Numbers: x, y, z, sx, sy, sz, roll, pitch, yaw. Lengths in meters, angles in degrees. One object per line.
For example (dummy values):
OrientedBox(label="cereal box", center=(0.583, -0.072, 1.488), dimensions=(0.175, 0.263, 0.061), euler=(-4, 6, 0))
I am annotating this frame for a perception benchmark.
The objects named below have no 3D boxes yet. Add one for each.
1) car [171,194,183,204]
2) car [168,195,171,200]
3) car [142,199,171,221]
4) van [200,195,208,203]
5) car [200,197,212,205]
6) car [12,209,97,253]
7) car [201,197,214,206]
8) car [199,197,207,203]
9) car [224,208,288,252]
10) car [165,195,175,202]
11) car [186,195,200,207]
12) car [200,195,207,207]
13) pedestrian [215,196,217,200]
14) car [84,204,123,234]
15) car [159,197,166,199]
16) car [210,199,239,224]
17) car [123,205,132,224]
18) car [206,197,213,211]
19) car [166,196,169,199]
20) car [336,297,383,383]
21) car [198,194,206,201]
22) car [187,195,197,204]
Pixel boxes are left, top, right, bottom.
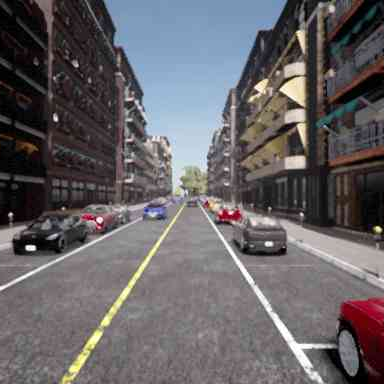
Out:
OrientedBox(label="car", center=(-2.991, 1.455, 69.938), dimensions=(2.150, 2.045, 5.566), euler=(0, 0, 0))
OrientedBox(label="car", center=(-5.669, 1.744, 64.687), dimensions=(1.752, 1.417, 4.829), euler=(1, 0, 0))
OrientedBox(label="car", center=(-3.099, 1.620, 28.637), dimensions=(1.812, 1.442, 4.674), euler=(0, 0, 0))
OrientedBox(label="van", center=(2.715, 1.601, 76.140), dimensions=(1.690, 1.788, 3.998), euler=(1, 0, 0))
OrientedBox(label="car", center=(2.710, 1.770, 64.816), dimensions=(2.008, 1.369, 4.403), euler=(1, 0, 0))
OrientedBox(label="car", center=(-5.677, 1.611, 13.903), dimensions=(1.947, 1.339, 4.313), euler=(1, 0, 0))
OrientedBox(label="car", center=(2.711, 1.639, 59.154), dimensions=(1.967, 1.590, 4.097), euler=(1, 0, 0))
OrientedBox(label="car", center=(2.712, 1.863, 81.801), dimensions=(1.802, 1.307, 4.206), euler=(1, 0, 0))
OrientedBox(label="car", center=(2.703, 1.596, 13.861), dimensions=(2.008, 1.369, 4.403), euler=(1, 0, 0))
OrientedBox(label="car", center=(-5.663, 1.618, 87.505), dimensions=(2.192, 1.841, 5.009), euler=(1, 0, 0))
OrientedBox(label="car", center=(0.032, 1.676, 54.941), dimensions=(2.128, 1.511, 4.902), euler=(0, 0, 1))
OrientedBox(label="car", center=(2.711, 1.620, 53.494), dimensions=(1.967, 1.590, 4.097), euler=(1, 0, 0))
OrientedBox(label="pedestrian", center=(3.005, 1.434, 41.933), dimensions=(0.375, 1.860, 0.375), euler=(1, -1, -3))
OrientedBox(label="car", center=(-5.674, 1.504, 19.565), dimensions=(1.967, 1.590, 4.097), euler=(1, 0, 0))
OrientedBox(label="car", center=(-5.671, 1.724, 53.535), dimensions=(1.887, 1.381, 4.507), euler=(1, 0, 0))
OrientedBox(label="car", center=(2.706, 1.523, 25.184), dimensions=(1.967, 1.590, 4.097), euler=(1, 0, 0))
OrientedBox(label="car", center=(-5.676, 1.634, 25.226), dimensions=(2.008, 1.369, 4.403), euler=(1, 0, 0))
OrientedBox(label="car", center=(3.005, 1.585, 38.925), dimensions=(1.801, 1.575, 5.366), euler=(0, 0, 0))
OrientedBox(label="car", center=(-5.670, 1.724, 59.026), dimensions=(1.752, 1.417, 4.829), euler=(1, 0, 0))
OrientedBox(label="car", center=(2.702, 1.554, 2.538), dimensions=(1.887, 1.381, 4.507), euler=(1, 0, 0))
OrientedBox(label="car", center=(2.718, 1.639, 93.125), dimensions=(2.192, 1.841, 5.009), euler=(1, 0, 0))
OrientedBox(label="car", center=(0.010, 1.564, 70.587), dimensions=(2.097, 1.767, 4.553), euler=(0, 0, 0))
